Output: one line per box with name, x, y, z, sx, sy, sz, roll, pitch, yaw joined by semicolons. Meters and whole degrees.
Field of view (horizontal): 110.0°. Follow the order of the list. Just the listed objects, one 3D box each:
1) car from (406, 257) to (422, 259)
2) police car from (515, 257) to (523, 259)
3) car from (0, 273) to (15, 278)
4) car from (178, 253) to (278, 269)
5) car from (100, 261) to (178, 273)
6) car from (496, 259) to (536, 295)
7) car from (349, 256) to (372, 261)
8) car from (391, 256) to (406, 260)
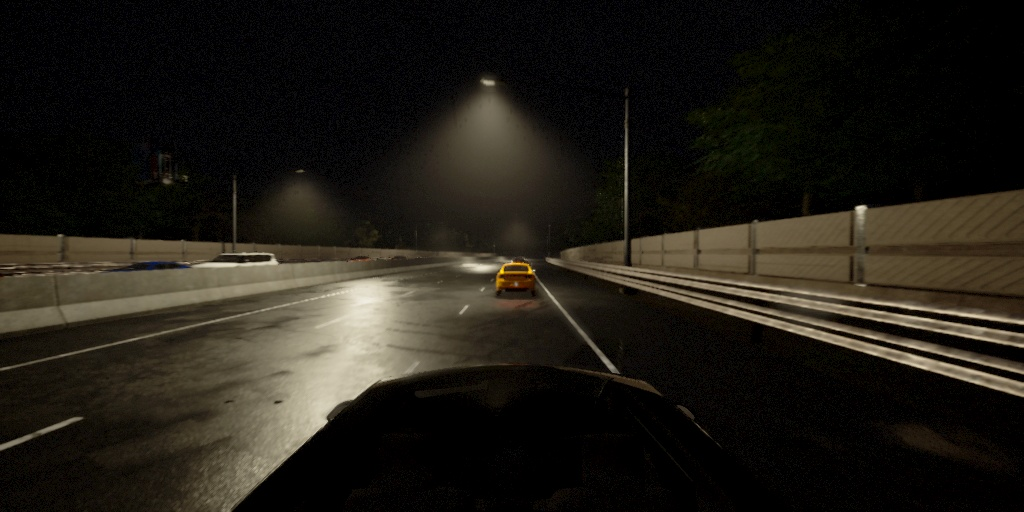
car;-16.009;0.954;62.154;2.033;1.411;5.357;0;0;3
police car;1.022;0.994;49.491;2.038;1.542;4.974;0;0;3
car;-24.506;1.165;15.327;1.994;1.385;4.181;0;0;1
car;-17.404;0.790;22.800;2.150;2.045;5.566;0;0;1
car;-20.935;1.048;20.748;1.882;1.535;5.008;0;0;1
car;0.220;1.102;18.581;1.882;1.535;5.008;0;0;1
car;-23.365;0.757;55.229;2.097;1.767;4.553;0;0;3
car;-19.527;0.746;61.965;2.097;1.767;4.553;0;0;3
